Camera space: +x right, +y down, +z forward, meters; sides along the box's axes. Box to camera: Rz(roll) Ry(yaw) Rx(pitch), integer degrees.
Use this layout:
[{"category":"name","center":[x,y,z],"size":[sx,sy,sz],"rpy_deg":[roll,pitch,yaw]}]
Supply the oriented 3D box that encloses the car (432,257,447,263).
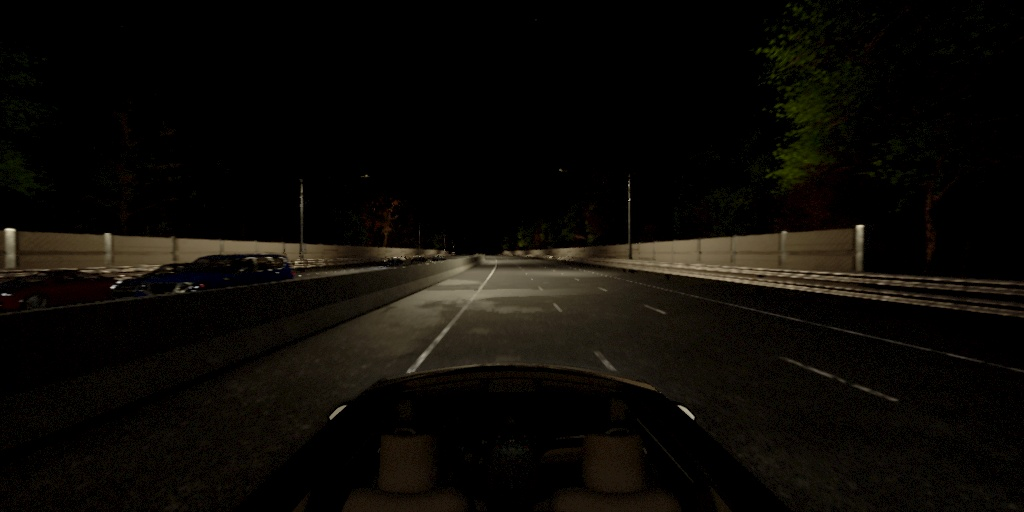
[{"category":"car","center":[-11.321,0.849,56.251],"size":[2.128,1.511,4.902],"rpy_deg":[0,1,-1]}]

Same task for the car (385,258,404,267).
[{"category":"car","center":[-18.310,0.931,55.998],"size":[1.994,1.385,4.181],"rpy_deg":[0,1,-1]}]

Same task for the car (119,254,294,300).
[{"category":"car","center":[-10.629,0.946,13.535],"size":[2.150,2.045,5.566],"rpy_deg":[0,0,0]}]

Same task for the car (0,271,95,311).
[{"category":"car","center":[-17.627,1.297,13.771],"size":[1.994,1.385,4.181],"rpy_deg":[0,0,0]}]

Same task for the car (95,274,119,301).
[{"category":"car","center":[-14.135,1.069,15.397],"size":[2.097,1.767,4.553],"rpy_deg":[0,0,0]}]

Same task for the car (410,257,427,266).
[{"category":"car","center":[-14.850,0.825,57.154],"size":[1.882,1.535,5.008],"rpy_deg":[0,1,-1]}]
